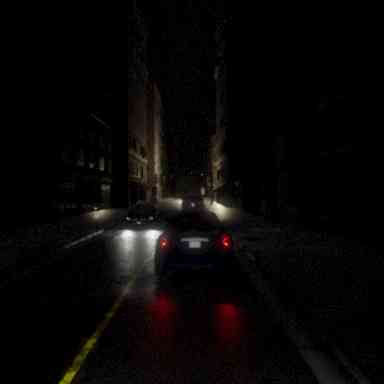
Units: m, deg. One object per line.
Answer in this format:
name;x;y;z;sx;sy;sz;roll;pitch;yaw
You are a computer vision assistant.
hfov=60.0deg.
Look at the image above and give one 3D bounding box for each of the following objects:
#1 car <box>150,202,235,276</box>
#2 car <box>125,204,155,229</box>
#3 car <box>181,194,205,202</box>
car;0.084;1.355;10.554;2.097;1.767;4.553;0;0;0
car;-3.099;1.532;21.733;1.812;1.442;4.674;0;0;0
car;0.099;1.225;32.912;2.150;2.045;5.566;0;0;0
